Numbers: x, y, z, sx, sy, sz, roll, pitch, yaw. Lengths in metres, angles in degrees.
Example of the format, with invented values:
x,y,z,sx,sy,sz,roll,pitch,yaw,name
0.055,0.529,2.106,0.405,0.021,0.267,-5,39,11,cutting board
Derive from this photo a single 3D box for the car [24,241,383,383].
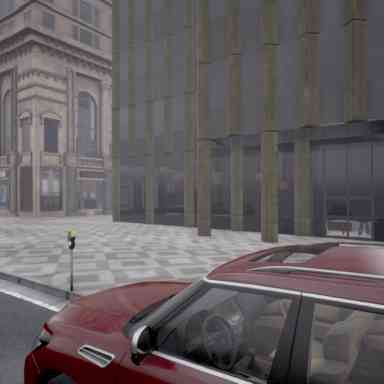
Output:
x,y,z,sx,sy,sz,roll,pitch,yaw,name
0.897,1.315,2.333,5.009,1.841,2.192,0,0,36,car
